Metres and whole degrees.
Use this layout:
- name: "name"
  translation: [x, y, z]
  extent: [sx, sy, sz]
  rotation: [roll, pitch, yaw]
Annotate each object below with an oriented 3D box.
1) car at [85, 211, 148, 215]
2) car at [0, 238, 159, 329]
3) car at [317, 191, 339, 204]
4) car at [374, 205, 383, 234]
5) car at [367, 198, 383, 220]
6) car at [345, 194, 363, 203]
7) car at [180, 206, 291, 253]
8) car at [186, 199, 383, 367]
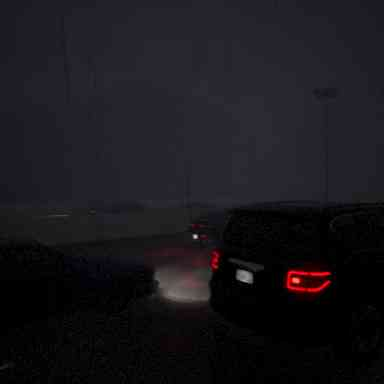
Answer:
- name: "car"
  translation: [-5.847, 1.426, 26.186]
  extent: [5.008, 1.535, 1.882]
  rotation: [-1, 0, -40]
- name: "car"
  translation: [-3.268, 1.552, 5.785]
  extent: [5.357, 1.411, 2.033]
  rotation: [-1, 0, -36]
- name: "car"
  translation: [23.186, 0.842, 56.526]
  extent: [2.150, 2.045, 5.566]
  rotation: [0, 0, 37]
- name: "car"
  translation: [12.109, 1.392, 18.257]
  extent: [5.357, 1.411, 2.033]
  rotation: [-1, 0, -42]
- name: "car"
  translation: [15.904, 1.262, 26.713]
  extent: [5.008, 1.535, 1.882]
  rotation: [-1, 0, -45]
- name: "car"
  translation: [27.572, 1.091, 56.624]
  extent: [1.837, 1.490, 4.892]
  rotation: [0, 1, 37]
- name: "car"
  translation: [2.019, 1.439, 14.286]
  extent: [4.892, 1.490, 1.837]
  rotation: [-1, 0, -39]
- name: "car"
  translation: [2.824, 1.180, 5.990]
  extent: [5.566, 2.045, 2.150]
  rotation: [-1, 0, -37]
